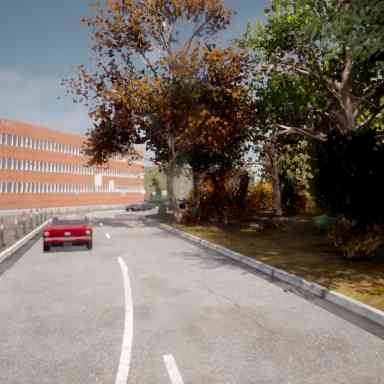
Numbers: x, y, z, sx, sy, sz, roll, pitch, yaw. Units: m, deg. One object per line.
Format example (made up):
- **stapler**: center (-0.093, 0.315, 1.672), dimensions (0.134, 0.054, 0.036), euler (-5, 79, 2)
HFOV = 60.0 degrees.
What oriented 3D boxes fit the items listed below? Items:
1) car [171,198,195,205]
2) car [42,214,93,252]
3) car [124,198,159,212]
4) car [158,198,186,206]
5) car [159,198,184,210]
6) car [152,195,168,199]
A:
- **car**: center (-1.825, 1.916, 69.230), dimensions (4.674, 1.452, 2.002), euler (0, 0, 21)
- **car**: center (-5.298, 1.642, 14.493), dimensions (1.895, 1.301, 4.718), euler (0, 0, -18)
- **car**: center (-6.753, 1.868, 43.577), dimensions (2.033, 1.411, 5.357), euler (0, 0, 21)
- **car**: center (-3.817, 1.854, 63.942), dimensions (5.008, 1.535, 2.097), euler (0, 0, 21)
- **car**: center (-2.393, 1.892, 45.807), dimensions (1.895, 1.301, 4.718), euler (0, 0, 21)
- **car**: center (-5.827, 1.577, 58.660), dimensions (5.566, 2.045, 2.435), euler (0, 0, 21)
